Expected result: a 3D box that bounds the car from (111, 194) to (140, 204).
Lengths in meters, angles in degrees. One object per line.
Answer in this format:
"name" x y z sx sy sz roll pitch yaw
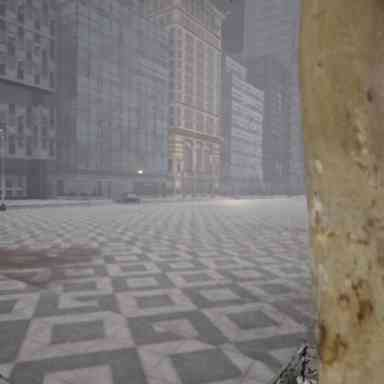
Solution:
"car" -9.698 0.957 49.018 1.812 1.442 4.674 1 1 36
